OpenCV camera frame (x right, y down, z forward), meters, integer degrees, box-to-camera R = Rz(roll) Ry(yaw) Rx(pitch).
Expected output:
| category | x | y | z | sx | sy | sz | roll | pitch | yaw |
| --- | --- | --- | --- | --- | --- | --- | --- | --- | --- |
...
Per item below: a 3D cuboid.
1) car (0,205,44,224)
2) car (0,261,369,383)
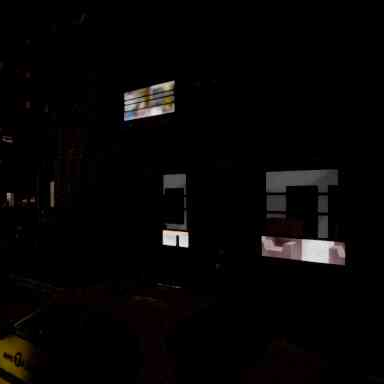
| category | x | y | z | sx | sy | sz | roll | pitch | yaw |
| --- | --- | --- | --- | --- | --- | --- | --- | --- | --- |
| car | -14.601 | 1.868 | 27.744 | 1.994 | 1.385 | 4.181 | 0 | -1 | 35 |
| car | -0.825 | 1.525 | 3.444 | 4.829 | 1.417 | 1.752 | 0 | 0 | 35 |
